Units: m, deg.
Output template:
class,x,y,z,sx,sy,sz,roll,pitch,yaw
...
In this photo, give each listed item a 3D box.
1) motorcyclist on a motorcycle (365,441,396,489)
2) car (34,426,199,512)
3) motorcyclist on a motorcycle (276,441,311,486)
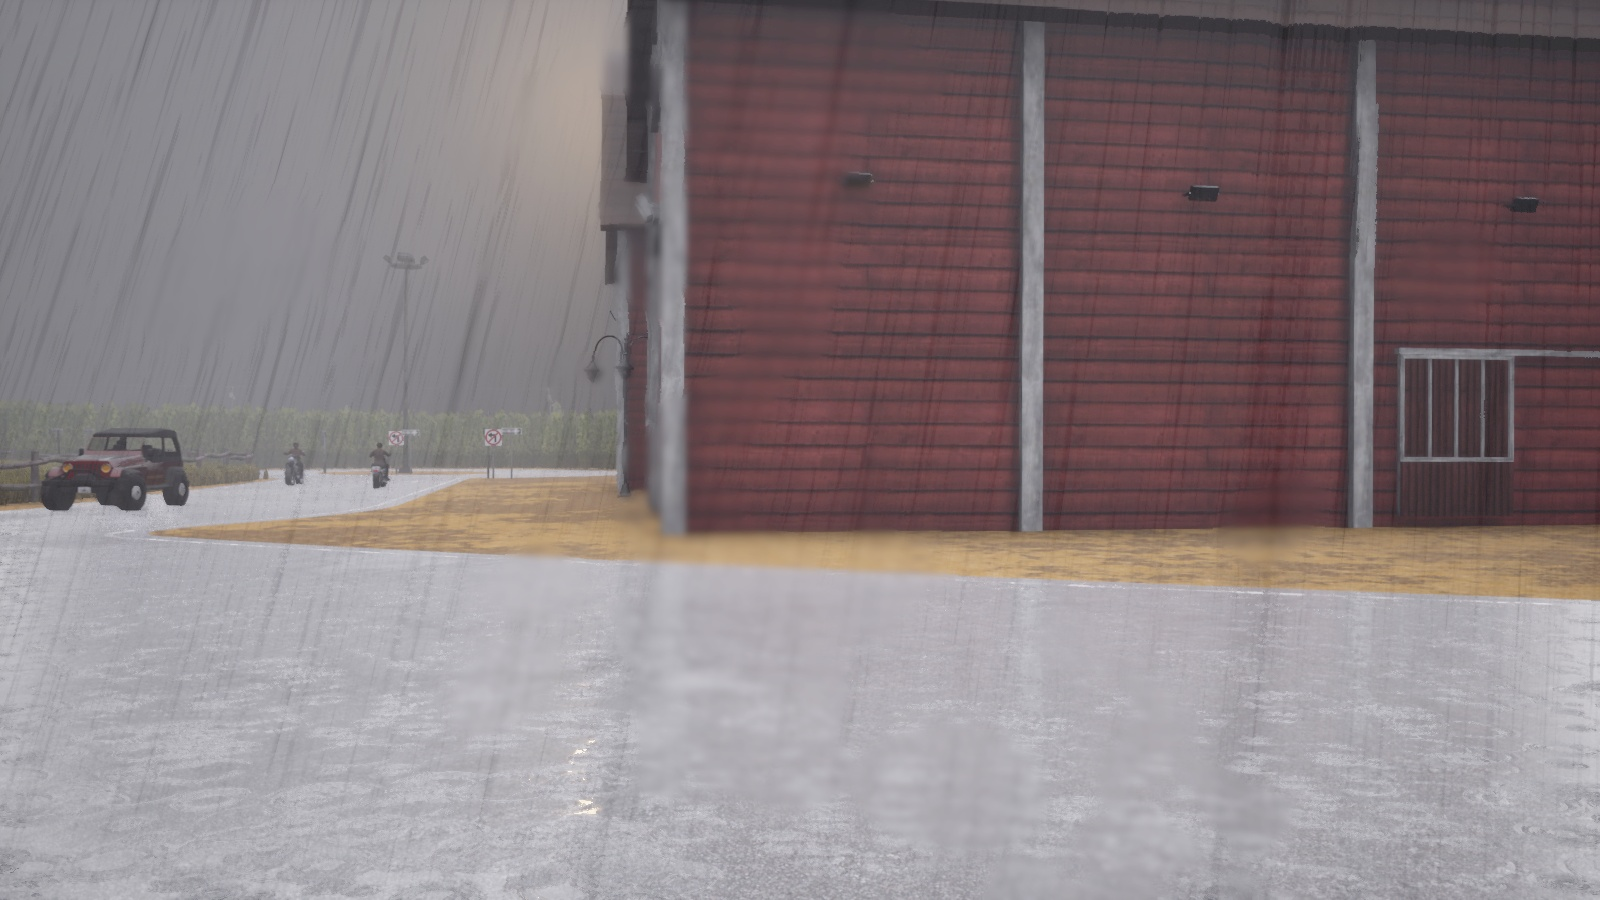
class,x,y,z,sx,sy,sz,roll,pitch,yaw
motorcyclist on a motorcycle,-14.912,0.514,44.686,0.766,1.649,2.350,0,0,-11
car,-15.842,0.388,29.350,1.905,1.878,3.866,0,1,-3
motorcyclist on a motorcycle,-18.893,0.487,46.888,0.766,1.649,2.350,0,0,-11
